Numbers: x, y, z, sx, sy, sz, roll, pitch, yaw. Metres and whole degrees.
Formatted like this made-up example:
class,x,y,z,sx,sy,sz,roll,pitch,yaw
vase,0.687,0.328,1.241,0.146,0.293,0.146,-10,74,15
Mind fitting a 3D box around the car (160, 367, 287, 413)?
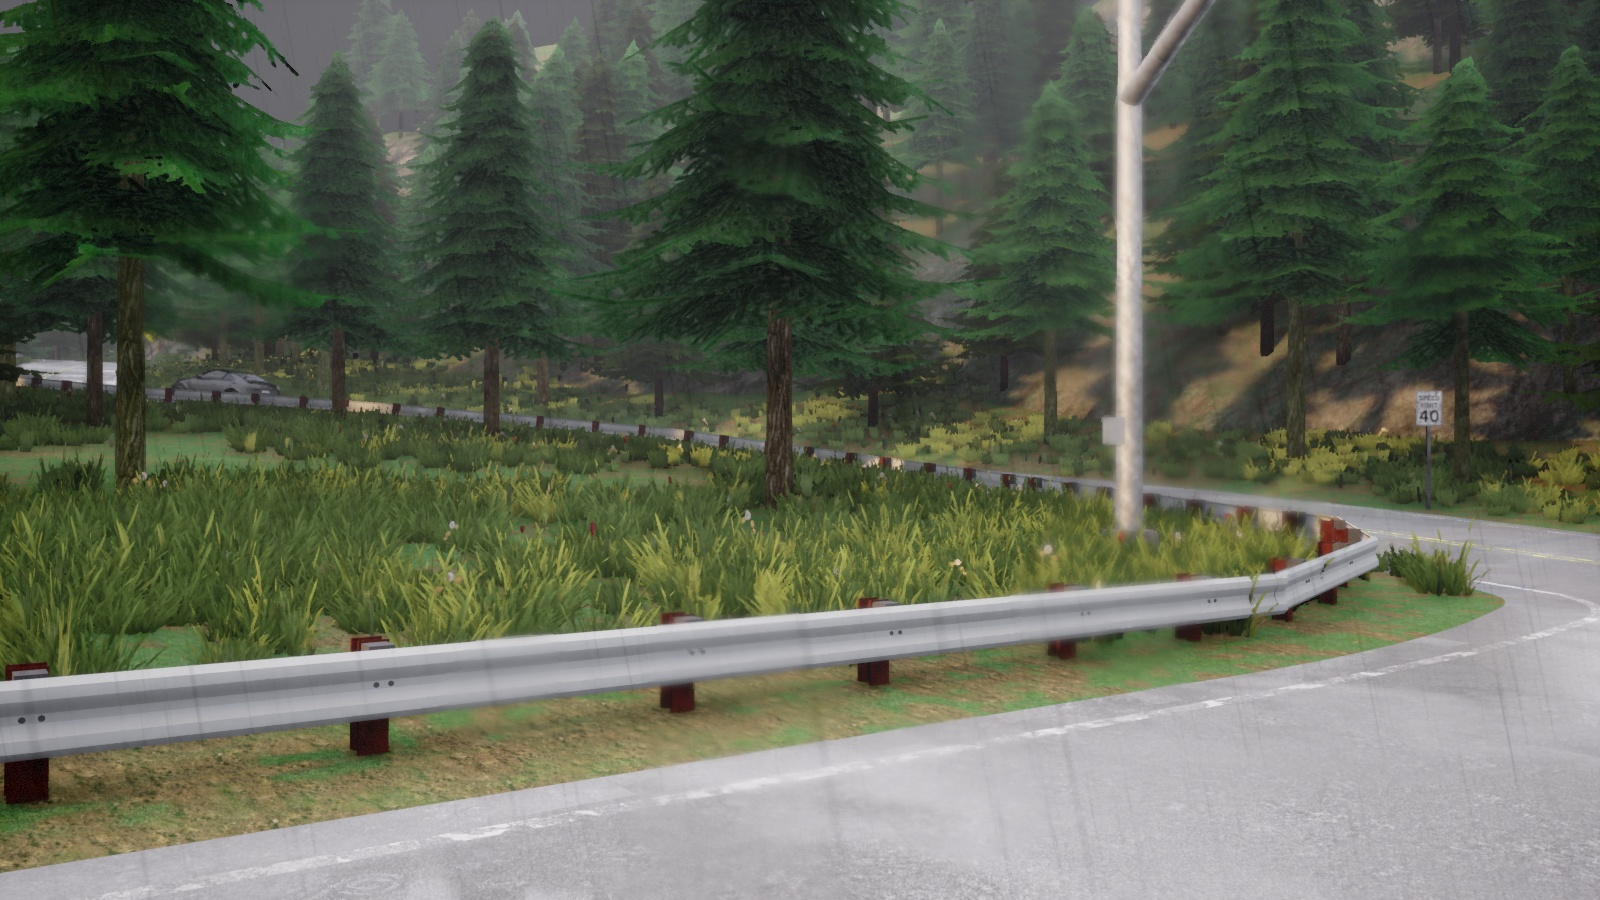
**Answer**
class,x,y,z,sx,sy,sz,roll,pitch,yaw
car,-21.470,-2.242,46.788,4.181,1.385,1.994,5,2,25
